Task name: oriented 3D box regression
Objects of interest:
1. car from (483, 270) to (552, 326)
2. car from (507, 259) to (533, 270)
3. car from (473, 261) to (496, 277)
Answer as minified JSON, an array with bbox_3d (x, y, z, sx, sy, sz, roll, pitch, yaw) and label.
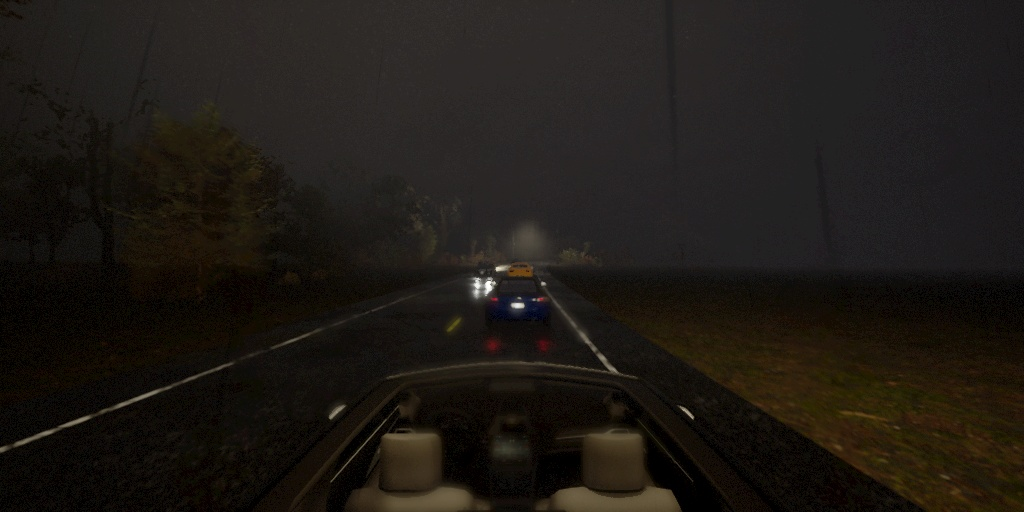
[{"bbox_3d":[0.200,1.334,11.828,1.994,1.385,4.181,0,0,1],"label":"car"},{"bbox_3d":[0.649,1.275,28.237,1.882,1.535,5.008,0,0,2],"label":"car"},{"bbox_3d":[-2.690,1.300,36.062,2.128,1.511,4.902,0,0,3],"label":"car"}]
